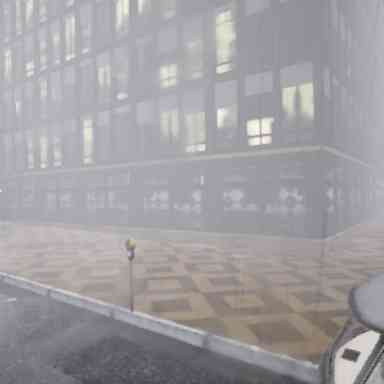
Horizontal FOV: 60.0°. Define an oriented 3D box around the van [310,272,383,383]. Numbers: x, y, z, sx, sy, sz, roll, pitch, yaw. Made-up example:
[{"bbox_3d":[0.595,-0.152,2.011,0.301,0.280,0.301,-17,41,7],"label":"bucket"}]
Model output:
[{"bbox_3d":[2.370,1.344,1.049,3.998,1.788,1.690,0,-1,36],"label":"van"}]
